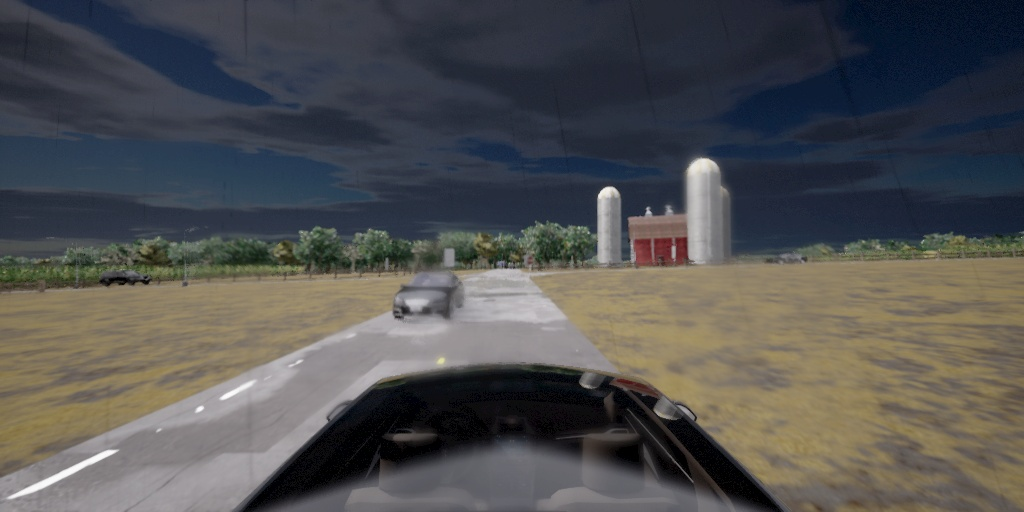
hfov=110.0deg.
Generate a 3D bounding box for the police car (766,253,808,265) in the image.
[{"bbox_3d":[38.959,0.409,50.842,5.238,1.638,1.930,-2,-2,0],"label":"police car"}]

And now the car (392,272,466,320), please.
[{"bbox_3d":[-2.849,1.338,13.163,2.128,1.511,4.902,0,-1,0],"label":"car"}]
